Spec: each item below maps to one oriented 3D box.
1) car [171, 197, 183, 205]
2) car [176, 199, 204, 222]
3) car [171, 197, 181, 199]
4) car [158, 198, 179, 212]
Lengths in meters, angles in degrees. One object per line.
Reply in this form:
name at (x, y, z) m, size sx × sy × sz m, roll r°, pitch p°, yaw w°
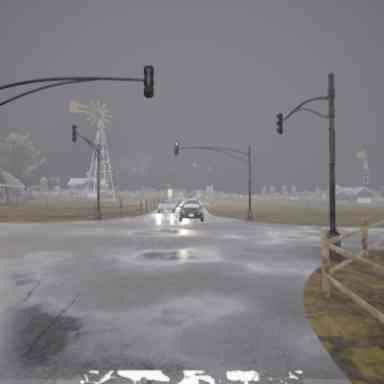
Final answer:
car at (-2.817, 1.689, 63.203) m, size 2.033 × 1.411 × 5.357 m, roll 0°, pitch 0°, yaw 1°
car at (-0.027, 1.534, 26.563) m, size 1.812 × 1.442 × 4.674 m, roll 0°, pitch 0°, yaw 1°
car at (-2.861, 1.582, 48.979) m, size 1.837 × 1.490 × 4.892 m, roll 0°, pitch 0°, yaw 0°
car at (-2.866, 1.642, 38.596) m, size 1.895 × 1.301 × 4.718 m, roll 0°, pitch 0°, yaw 0°
